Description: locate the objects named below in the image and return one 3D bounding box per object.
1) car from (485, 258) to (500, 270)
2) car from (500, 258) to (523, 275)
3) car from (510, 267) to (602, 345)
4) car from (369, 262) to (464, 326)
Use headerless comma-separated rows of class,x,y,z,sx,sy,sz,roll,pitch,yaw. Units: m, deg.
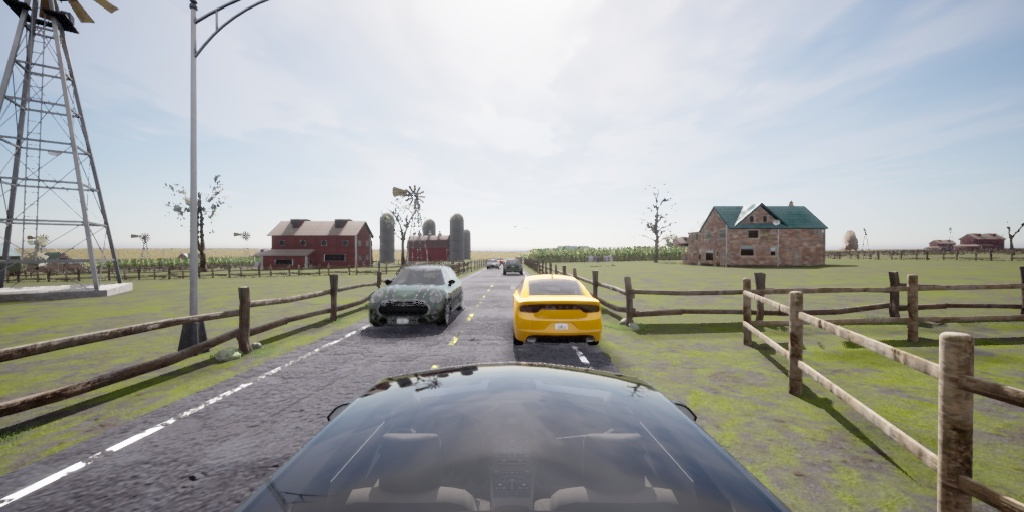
car,-2.798,1.273,53.260,1.837,1.490,4.892,0,0,0
car,0.114,1.109,39.350,2.097,1.767,4.553,0,0,0
car,0.971,1.226,9.486,1.882,1.535,5.008,0,0,0
car,-2.840,1.100,11.554,2.097,1.767,4.553,0,0,0
